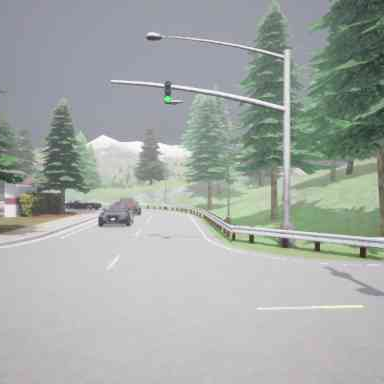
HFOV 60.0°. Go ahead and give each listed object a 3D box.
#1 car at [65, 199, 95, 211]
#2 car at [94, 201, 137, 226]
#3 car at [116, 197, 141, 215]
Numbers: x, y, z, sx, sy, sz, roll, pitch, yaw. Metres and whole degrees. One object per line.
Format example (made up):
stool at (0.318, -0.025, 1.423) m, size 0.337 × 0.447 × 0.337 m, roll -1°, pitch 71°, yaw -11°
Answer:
car at (-13.303, 1.546, 39.993) m, size 4.718 × 1.301 × 1.895 m, roll 0°, pitch 0°, yaw 12°
car at (-5.113, 1.529, 22.816) m, size 1.994 × 1.385 × 4.181 m, roll 0°, pitch 0°, yaw -5°
car at (-6.387, 1.304, 32.559) m, size 2.097 × 1.767 × 4.553 m, roll 0°, pitch 0°, yaw -22°
